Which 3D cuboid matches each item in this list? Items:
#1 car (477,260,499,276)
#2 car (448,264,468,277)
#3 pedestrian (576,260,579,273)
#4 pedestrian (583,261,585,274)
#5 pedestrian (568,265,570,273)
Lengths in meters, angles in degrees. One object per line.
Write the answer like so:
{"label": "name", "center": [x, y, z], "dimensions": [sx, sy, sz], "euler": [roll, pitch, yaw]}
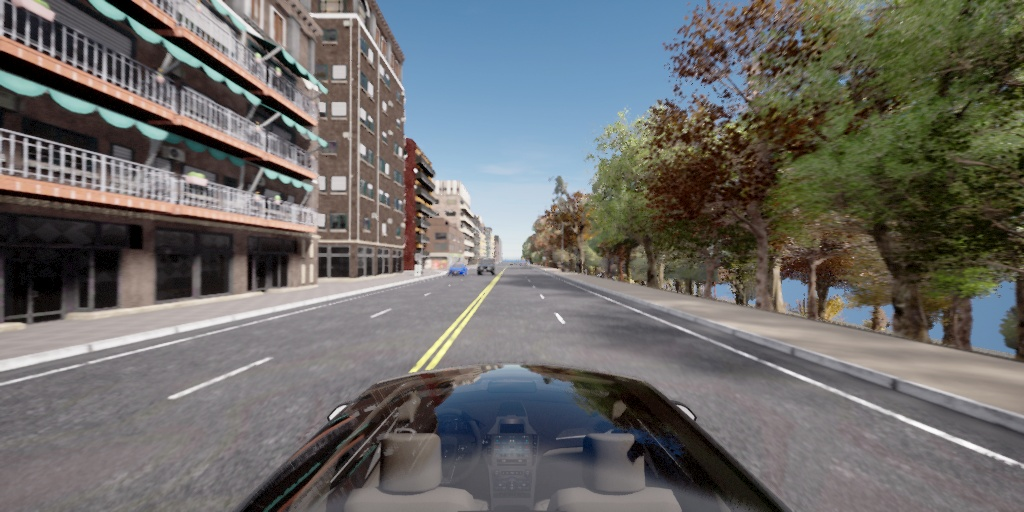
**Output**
{"label": "car", "center": [-3.280, 1.473, 46.483], "dimensions": [2.150, 2.045, 5.566], "euler": [0, -1, 0]}
{"label": "car", "center": [-6.555, 1.700, 44.014], "dimensions": [1.882, 1.535, 5.008], "euler": [0, -1, 0]}
{"label": "pedestrian", "center": [9.007, 1.423, 49.249], "dimensions": [0.375, 1.860, 0.375], "euler": [0, -1, 0]}
{"label": "pedestrian", "center": [10.007, 1.618, 49.847], "dimensions": [0.375, 1.860, 0.375], "euler": [0, -1, 0]}
{"label": "pedestrian", "center": [8.007, 1.436, 50.449], "dimensions": [0.375, 1.860, 0.375], "euler": [0, -1, 0]}
